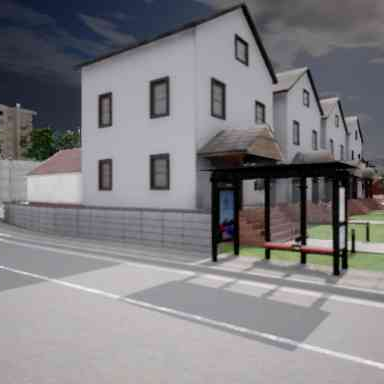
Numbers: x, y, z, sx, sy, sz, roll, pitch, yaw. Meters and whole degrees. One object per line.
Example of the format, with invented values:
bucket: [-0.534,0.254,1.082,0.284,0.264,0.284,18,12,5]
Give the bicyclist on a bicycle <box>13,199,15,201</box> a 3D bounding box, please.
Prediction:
bicyclist on a bicycle: [-20.838,1.654,38.829,0.582,1.620,1.656,0,0,-14]
